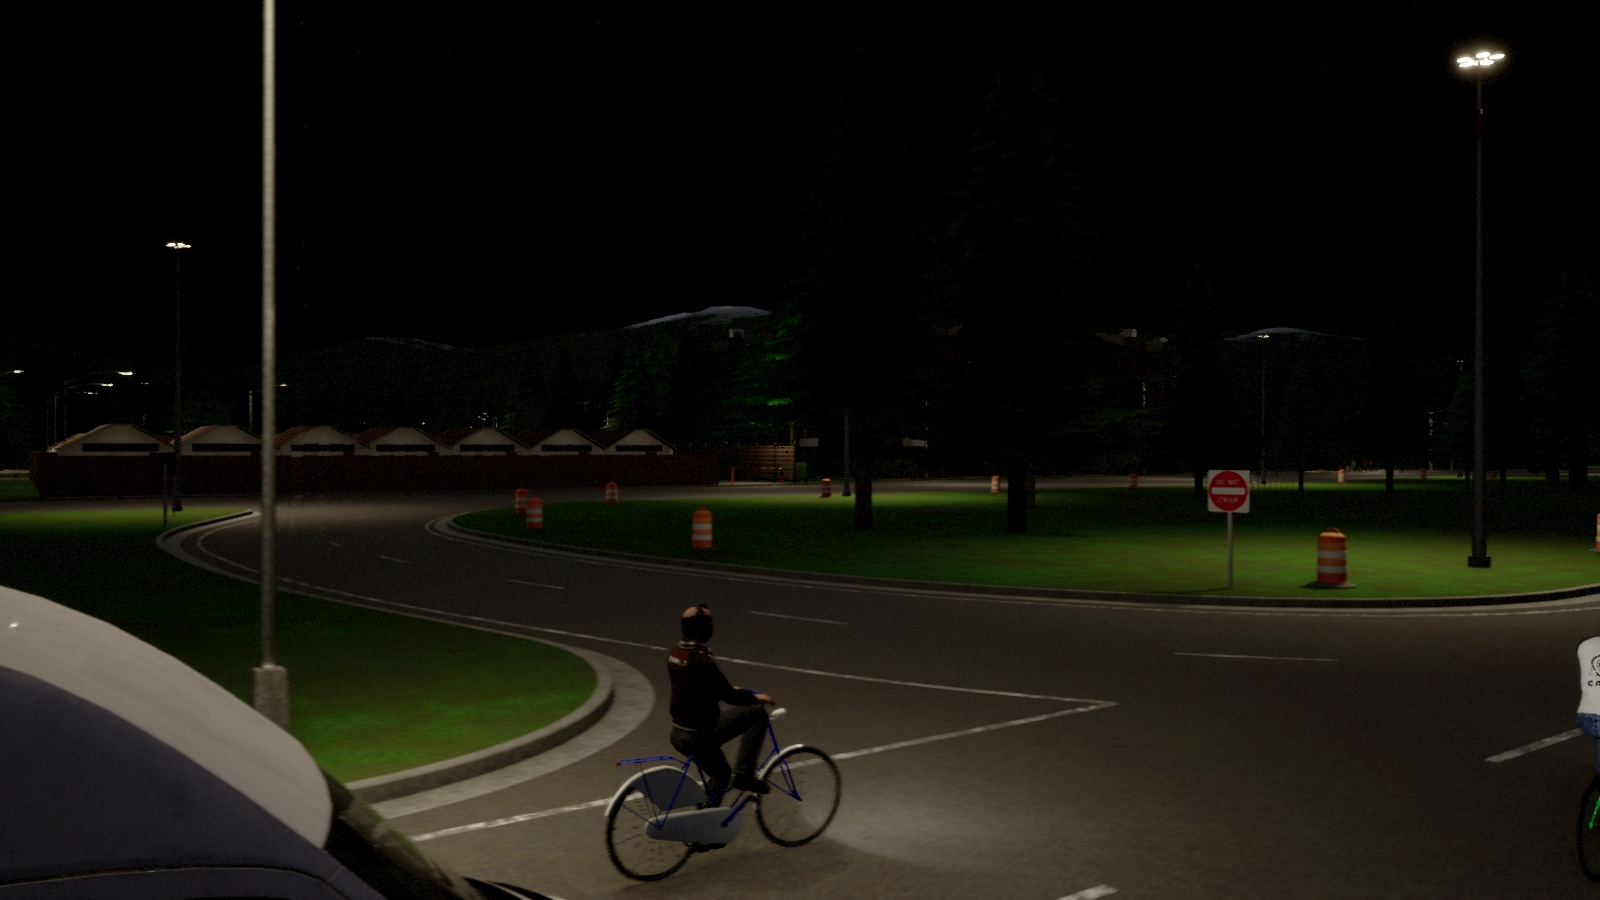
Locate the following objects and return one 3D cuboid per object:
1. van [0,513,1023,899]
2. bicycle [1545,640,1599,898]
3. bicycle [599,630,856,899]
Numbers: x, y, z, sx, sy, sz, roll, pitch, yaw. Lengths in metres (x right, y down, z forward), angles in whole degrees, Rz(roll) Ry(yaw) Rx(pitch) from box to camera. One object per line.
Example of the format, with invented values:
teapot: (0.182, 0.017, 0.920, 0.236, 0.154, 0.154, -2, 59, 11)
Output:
van: (-2.410, 1.535, 2.088, 5.915, 2.561, 1.988, 0, 0, -35)
bicycle: (5.616, 2.061, 7.737, 1.643, 1.496, 0.373, 0, 0, -35)
bicycle: (-0.450, 2.063, 7.752, 1.835, 1.471, 0.329, 0, 0, -35)
